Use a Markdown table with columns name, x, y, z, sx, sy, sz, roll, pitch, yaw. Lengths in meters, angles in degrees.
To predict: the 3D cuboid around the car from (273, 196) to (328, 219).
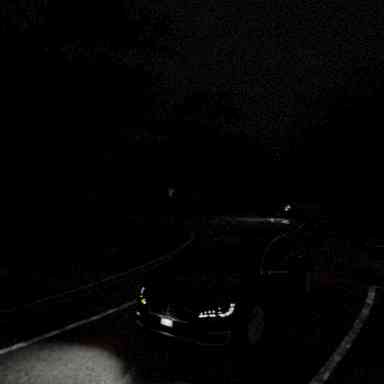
| name | x | y | z | sx | sy | sz | roll | pitch | yaw |
| --- | --- | --- | --- | --- | --- | --- | --- | --- | --- |
| car | 9.195 | 1.277 | 28.276 | 4.553 | 1.767 | 2.097 | 0 | 0 | -21 |

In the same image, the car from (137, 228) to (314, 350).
| name | x | y | z | sx | sy | sz | roll | pitch | yaw |
| --- | --- | --- | --- | --- | --- | --- | --- | --- | --- |
| car | 1.005 | 1.539 | 6.538 | 1.837 | 1.490 | 4.892 | 1 | 0 | 34 |
